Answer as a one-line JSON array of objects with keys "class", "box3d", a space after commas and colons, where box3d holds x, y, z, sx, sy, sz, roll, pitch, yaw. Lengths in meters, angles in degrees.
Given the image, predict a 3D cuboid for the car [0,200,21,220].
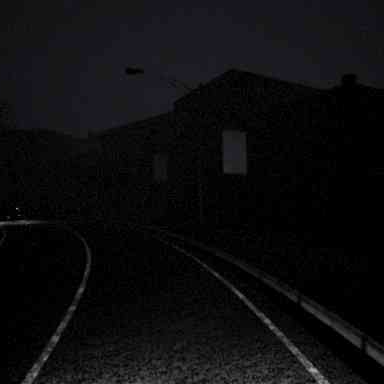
[{"class": "car", "box3d": [-16.593, 1.482, 28.724, 4.553, 1.767, 2.097, 0, -1, 42]}]
